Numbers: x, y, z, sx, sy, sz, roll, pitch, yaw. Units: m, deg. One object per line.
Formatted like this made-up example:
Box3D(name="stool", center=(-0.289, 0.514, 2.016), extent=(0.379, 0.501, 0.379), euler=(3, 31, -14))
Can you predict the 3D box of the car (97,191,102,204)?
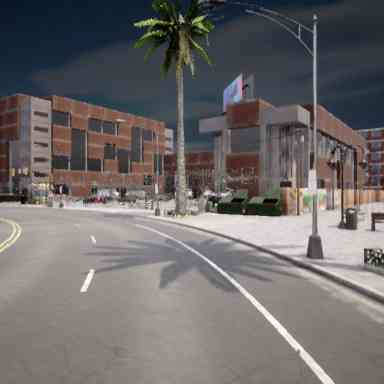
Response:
Box3D(name="car", center=(-17.306, 1.216, 59.362), extent=(4.553, 1.767, 2.185), euler=(0, 0, 36))
